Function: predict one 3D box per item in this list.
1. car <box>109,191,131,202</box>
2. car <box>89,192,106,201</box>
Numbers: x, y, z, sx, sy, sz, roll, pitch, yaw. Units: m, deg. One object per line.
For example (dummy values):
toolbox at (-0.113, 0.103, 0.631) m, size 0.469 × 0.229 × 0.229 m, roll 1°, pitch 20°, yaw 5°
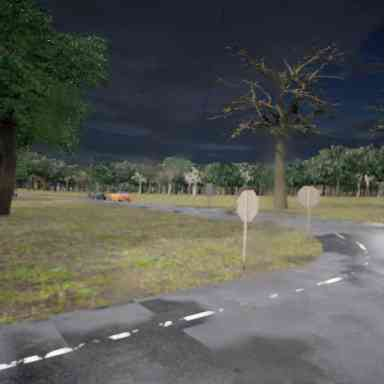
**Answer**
car at (-11.419, 0.671, 52.868) m, size 2.097 × 1.767 × 4.553 m, roll 3°, pitch -1°, yaw -36°
car at (-17.213, 0.777, 60.840) m, size 1.837 × 1.490 × 4.892 m, roll 3°, pitch -1°, yaw -36°
